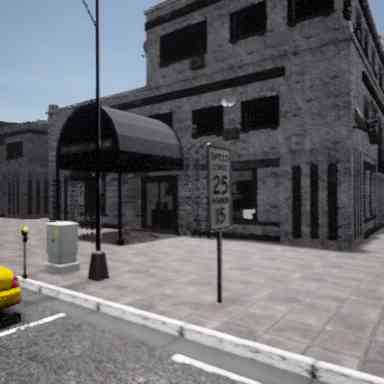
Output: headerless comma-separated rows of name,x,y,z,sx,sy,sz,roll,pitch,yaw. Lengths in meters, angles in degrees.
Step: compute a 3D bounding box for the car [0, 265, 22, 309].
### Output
car,-5.266,1.543,6.630,4.829,1.417,1.752,0,0,35
